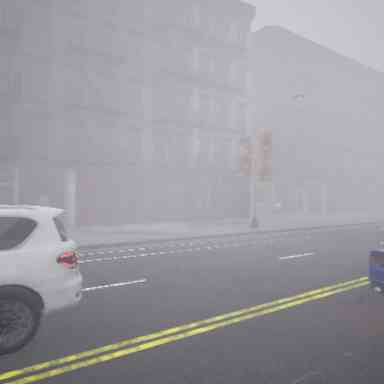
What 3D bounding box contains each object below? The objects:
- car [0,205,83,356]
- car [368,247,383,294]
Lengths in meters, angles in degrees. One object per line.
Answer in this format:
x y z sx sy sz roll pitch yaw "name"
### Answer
-4.401 1.217 4.538 5.566 2.045 2.150 1 0 -35 "car"
6.092 1.580 7.750 5.008 1.535 1.882 1 -1 -35 "car"
